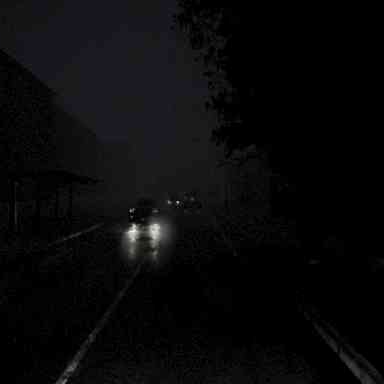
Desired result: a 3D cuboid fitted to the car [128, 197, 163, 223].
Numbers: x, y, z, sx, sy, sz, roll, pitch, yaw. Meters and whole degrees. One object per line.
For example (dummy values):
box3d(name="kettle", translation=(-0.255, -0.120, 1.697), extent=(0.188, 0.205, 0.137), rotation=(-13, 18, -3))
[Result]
box3d(name="car", translation=(-3.317, 1.224, 24.525), extent=(2.097, 1.767, 4.553), rotation=(0, 1, 0))

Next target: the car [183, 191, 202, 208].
box3d(name="car", translation=(0.076, 0.913, 42.913), extent=(2.150, 2.045, 5.566), rotation=(0, 0, 1))

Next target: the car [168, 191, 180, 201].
box3d(name="car", translation=(-3.516, 0.742, 65.526), extent=(2.150, 2.045, 5.566), rotation=(0, 0, 0))
